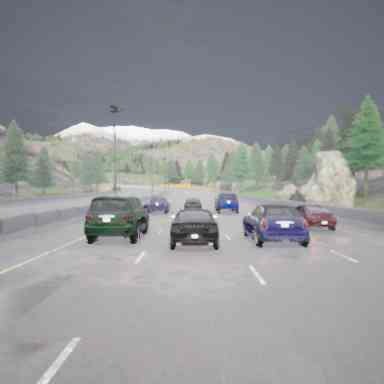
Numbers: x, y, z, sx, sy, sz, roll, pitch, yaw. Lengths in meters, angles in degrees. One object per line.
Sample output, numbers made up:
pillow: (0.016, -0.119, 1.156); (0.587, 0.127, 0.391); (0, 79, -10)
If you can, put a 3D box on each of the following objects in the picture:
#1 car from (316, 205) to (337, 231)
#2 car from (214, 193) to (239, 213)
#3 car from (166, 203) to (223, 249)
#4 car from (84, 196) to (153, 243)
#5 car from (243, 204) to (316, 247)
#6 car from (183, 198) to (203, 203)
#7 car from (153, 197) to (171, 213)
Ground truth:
car: (7.097, 1.476, 20.102); (1.812, 1.442, 4.674); (0, 0, 0)
car: (3.596, 1.134, 35.134); (2.150, 2.045, 5.566); (0, 0, 0)
car: (0.097, 1.442, 14.439); (1.882, 1.535, 5.008); (0, 0, 0)
car: (-3.404, 1.184, 15.910); (2.150, 2.045, 5.566); (0, 0, 0)
car: (3.597, 1.315, 14.995); (2.097, 1.767, 4.553); (0, 0, 0)
car: (0.096, 1.416, 35.532); (1.837, 1.490, 4.892); (0, 0, 0)
car: (-3.405, 1.266, 34.778); (2.097, 1.767, 4.553); (0, 0, 0)
